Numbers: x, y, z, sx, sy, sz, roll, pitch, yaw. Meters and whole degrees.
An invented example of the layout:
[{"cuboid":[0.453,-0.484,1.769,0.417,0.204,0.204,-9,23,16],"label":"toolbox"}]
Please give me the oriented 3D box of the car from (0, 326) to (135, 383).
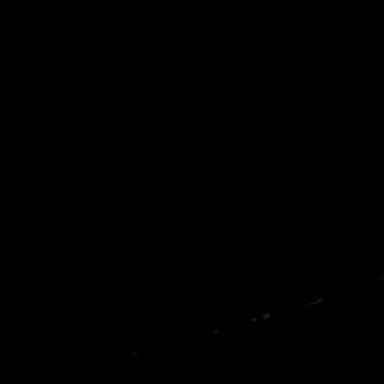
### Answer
[{"cuboid":[-2.264,1.569,1.608,4.181,1.385,1.994,-1,0,-35],"label":"car"}]
